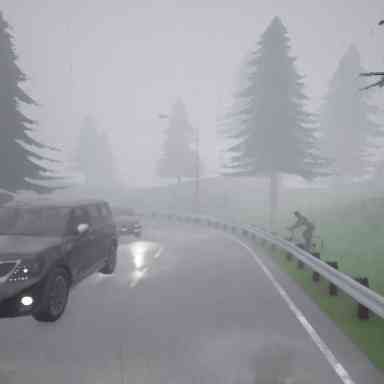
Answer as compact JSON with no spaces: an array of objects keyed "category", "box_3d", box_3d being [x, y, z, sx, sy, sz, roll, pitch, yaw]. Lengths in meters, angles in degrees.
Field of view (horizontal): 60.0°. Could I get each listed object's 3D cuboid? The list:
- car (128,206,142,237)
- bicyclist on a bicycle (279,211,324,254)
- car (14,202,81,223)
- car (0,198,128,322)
[{"category":"car","box_3d":[-3.839,1.476,17.577,1.837,1.490,4.892,1,0,-17]},{"category":"bicyclist on a bicycle","box_3d":[4.034,1.511,12.309,1.656,1.620,0.582,0,1,3]},{"category":"car","box_3d":[-10.768,1.467,24.862,4.181,1.385,1.994,1,0,13]},{"category":"car","box_3d":[-3.266,1.190,7.554,2.150,2.045,5.566,1,0,3]}]
